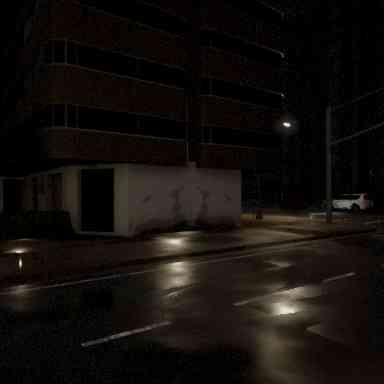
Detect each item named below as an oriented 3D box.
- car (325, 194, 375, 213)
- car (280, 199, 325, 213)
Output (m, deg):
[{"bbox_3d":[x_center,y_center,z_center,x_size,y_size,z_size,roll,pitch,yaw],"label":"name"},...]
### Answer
[{"bbox_3d":[17.152,1.221,36.827,2.150,2.045,5.566,0,0,-35],"label":"car"},{"bbox_3d":[12.116,1.525,37.589,1.812,1.442,4.674,0,0,-36],"label":"car"}]
